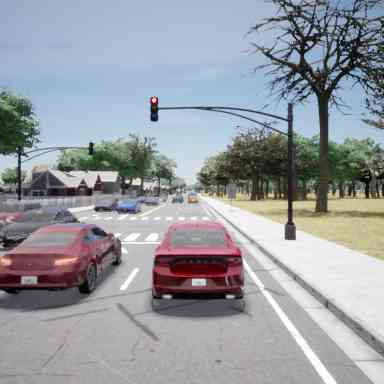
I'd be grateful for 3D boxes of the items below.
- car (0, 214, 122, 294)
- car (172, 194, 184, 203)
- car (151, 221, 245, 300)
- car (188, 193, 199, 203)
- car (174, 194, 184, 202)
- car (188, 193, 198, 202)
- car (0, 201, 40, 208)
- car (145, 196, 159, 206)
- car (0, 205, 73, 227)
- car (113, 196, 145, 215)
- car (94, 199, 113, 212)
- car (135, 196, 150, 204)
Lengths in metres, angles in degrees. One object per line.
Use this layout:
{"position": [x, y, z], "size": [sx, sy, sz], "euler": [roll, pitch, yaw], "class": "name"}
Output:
{"position": [-3.127, 1.525, 8.682], "size": [1.812, 1.442, 4.674], "euler": [0, 0, 0], "class": "car"}
{"position": [-2.969, 1.499, 66.306], "size": [1.812, 1.442, 4.674], "euler": [0, 0, 0], "class": "car"}
{"position": [0.120, 1.477, 8.470], "size": [1.882, 1.535, 5.008], "euler": [0, 0, 0], "class": "car"}
{"position": [0.276, 1.451, 65.897], "size": [1.882, 1.535, 5.008], "euler": [0, 0, 0], "class": "car"}
{"position": [-3.044, 1.320, 76.271], "size": [2.097, 1.767, 4.553], "euler": [0, 0, 0], "class": "car"}
{"position": [0.206, 1.190, 76.298], "size": [2.150, 2.045, 5.566], "euler": [0, 0, 0], "class": "car"}
{"position": [-9.802, 1.356, 18.444], "size": [2.097, 1.767, 4.553], "euler": [0, 0, 0], "class": "car"}
{"position": [-6.447, 1.531, 54.179], "size": [2.033, 1.411, 5.357], "euler": [0, 0, 0], "class": "car"}
{"position": [-6.562, 1.504, 14.819], "size": [1.837, 1.490, 4.892], "euler": [0, 0, 0], "class": "car"}
{"position": [-6.507, 1.472, 34.721], "size": [1.882, 1.535, 5.008], "euler": [0, 0, 0], "class": "car"}
{"position": [-9.745, 1.540, 38.402], "size": [2.033, 1.411, 5.357], "euler": [0, 0, 0], "class": "car"}
{"position": [-9.619, 1.523, 64.606], "size": [2.033, 1.411, 5.357], "euler": [0, 0, 1], "class": "car"}
